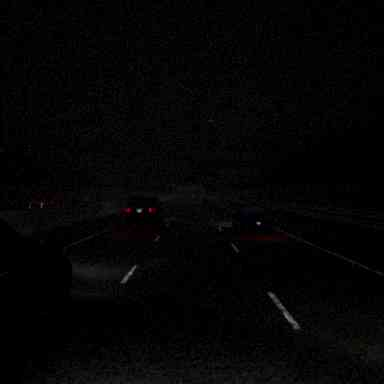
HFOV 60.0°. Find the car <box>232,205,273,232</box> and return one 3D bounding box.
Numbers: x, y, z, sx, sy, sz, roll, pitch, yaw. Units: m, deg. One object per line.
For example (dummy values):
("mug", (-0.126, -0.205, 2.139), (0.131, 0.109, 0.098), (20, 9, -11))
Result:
("car", (3.627, 1.560, 20.540), (1.882, 1.535, 5.008), (0, 0, 0))

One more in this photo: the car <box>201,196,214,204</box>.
("car", (3.591, 1.836, 70.569), (2.163, 1.488, 4.792), (0, 0, 0))

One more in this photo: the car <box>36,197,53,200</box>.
("car", (-21.012, 1.558, 46.836), (2.097, 1.767, 4.553), (0, 0, 0))

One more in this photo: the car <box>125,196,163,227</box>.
("car", (-3.369, 1.319, 23.998), (2.150, 2.045, 5.566), (0, 0, 0))

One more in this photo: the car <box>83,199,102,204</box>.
("car", (-14.017, 1.701, 47.199), (2.128, 1.511, 4.902), (0, 0, 0))

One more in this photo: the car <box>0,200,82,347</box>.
("car", (-3.395, 1.237, 4.083), (2.150, 2.045, 5.566), (0, 0, 0))
